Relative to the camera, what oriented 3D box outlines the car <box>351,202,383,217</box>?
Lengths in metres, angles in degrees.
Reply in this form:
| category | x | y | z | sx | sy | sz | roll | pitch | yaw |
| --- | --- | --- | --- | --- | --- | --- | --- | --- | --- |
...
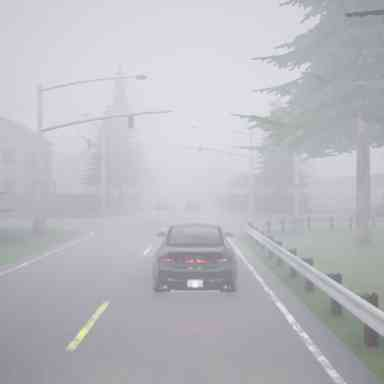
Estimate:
| category | x | y | z | sx | sy | sz | roll | pitch | yaw |
| --- | --- | --- | --- | --- | --- | --- | --- | --- | --- |
| car | 15.324 | 1.537 | 26.672 | 4.892 | 1.490 | 1.837 | 0 | 0 | 0 |

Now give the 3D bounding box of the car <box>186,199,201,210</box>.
| category | x | y | z | sx | sy | sz | roll | pitch | yaw |
| --- | --- | --- | --- | --- | --- | --- | --- | --- | --- |
| car | 0.166 | 1.642 | 43.481 | 1.994 | 1.385 | 4.181 | 0 | 0 | 0 |

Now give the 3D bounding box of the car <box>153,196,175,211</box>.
| category | x | y | z | sx | sy | sz | roll | pitch | yaw |
| --- | --- | --- | --- | --- | --- | --- | --- | --- | --- |
| car | -3.529 | 1.580 | 41.654 | 1.837 | 1.490 | 4.892 | 0 | 0 | 0 |

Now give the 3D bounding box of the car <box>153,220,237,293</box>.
| category | x | y | z | sx | sy | sz | roll | pitch | yaw |
| --- | --- | --- | --- | --- | --- | --- | --- | --- | --- |
| car | 0.080 | 1.522 | 8.879 | 1.837 | 1.490 | 4.892 | 0 | 0 | 0 |
